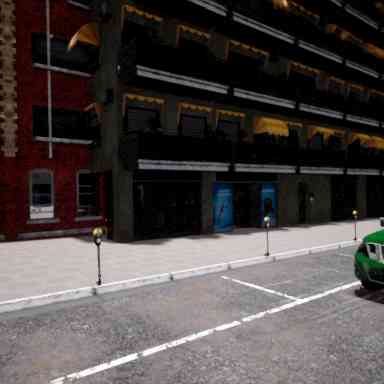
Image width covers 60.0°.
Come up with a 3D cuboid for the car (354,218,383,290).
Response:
[{"bbox_3d":[6.168,1.215,8.017,5.566,2.045,2.150,0,0,-37],"label":"car"}]
